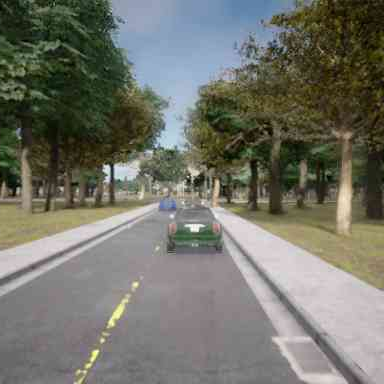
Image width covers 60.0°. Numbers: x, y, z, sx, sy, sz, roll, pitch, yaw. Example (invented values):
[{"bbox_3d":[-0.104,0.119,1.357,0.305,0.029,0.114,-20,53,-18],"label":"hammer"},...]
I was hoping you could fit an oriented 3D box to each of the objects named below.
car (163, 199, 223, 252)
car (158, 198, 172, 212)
[{"bbox_3d":[0.100,1.362,14.061,2.097,1.767,4.553,0,0,0],"label":"car"},{"bbox_3d":[-2.843,1.510,39.320,1.882,1.535,5.008,0,0,0],"label":"car"}]
